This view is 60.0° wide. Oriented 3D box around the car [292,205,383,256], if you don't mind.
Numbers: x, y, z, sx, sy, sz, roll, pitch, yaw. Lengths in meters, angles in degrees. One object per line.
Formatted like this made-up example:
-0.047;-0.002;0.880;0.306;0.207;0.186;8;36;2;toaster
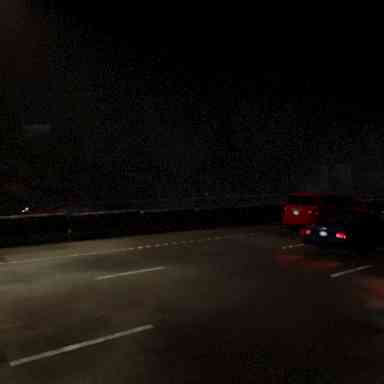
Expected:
6.461;1.425;12.654;5.357;1.411;2.033;-1;1;-35;car

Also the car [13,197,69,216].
-11.157;1.300;26.128;4.553;1.767;2.097;-1;0;-35;car

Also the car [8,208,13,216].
-13.220;1.453;28.956;4.892;1.490;1.837;-1;0;-35;car

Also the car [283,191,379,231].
7.173;1.055;17.448;5.566;2.045;2.150;-1;1;-35;car

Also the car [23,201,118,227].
-7.100;1.496;20.423;5.357;1.411;2.033;-1;0;-36;car

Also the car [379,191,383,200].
28.029;0.789;45.446;4.718;1.301;1.895;-2;1;-35;car

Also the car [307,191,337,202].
20.884;0.711;53.243;4.902;1.511;2.128;-2;1;-35;car

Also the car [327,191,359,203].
22.917;0.711;50.399;4.902;1.511;2.128;-2;1;-35;car

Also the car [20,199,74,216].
-9.130;1.474;23.275;4.674;1.442;1.812;-1;0;-35;car
